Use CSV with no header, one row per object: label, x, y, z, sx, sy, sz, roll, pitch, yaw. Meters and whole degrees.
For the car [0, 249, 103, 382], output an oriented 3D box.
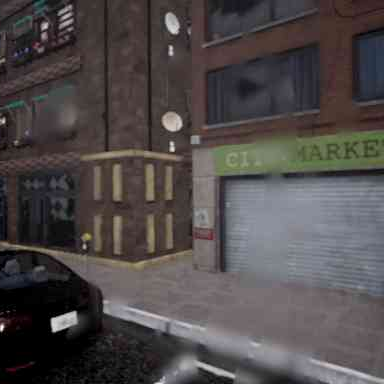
car,-3.208,1.583,5.173,4.313,1.339,1.947,0,-1,36
